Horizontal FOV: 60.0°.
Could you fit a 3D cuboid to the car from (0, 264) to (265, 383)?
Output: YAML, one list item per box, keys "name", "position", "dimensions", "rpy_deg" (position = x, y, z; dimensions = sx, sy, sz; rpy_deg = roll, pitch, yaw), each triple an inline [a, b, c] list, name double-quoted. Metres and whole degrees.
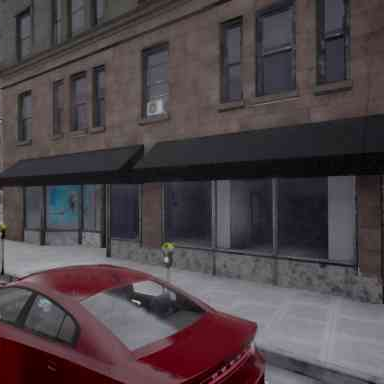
- name: "car"
  position: [-1.416, 1.545, 3.876]
  dimensions: [4.507, 1.381, 1.887]
  rpy_deg: [0, 0, 36]
